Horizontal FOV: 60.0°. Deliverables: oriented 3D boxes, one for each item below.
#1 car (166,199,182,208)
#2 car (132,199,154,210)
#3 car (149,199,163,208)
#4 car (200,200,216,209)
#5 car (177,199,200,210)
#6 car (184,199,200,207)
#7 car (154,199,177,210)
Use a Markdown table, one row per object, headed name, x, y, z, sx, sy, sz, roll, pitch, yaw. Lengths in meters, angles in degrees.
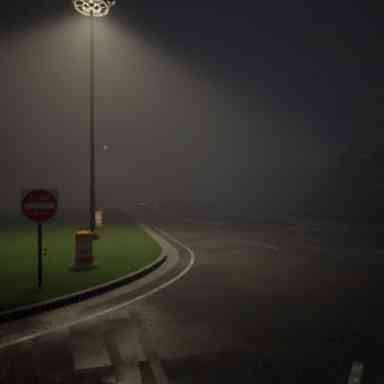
| name | x | y | z | sx | sy | sz | roll | pitch | yaw |
| --- | --- | --- | --- | --- | --- | --- | --- | --- | --- |
| car | -3.410 | 2.166 | 63.048 | 2.033 | 1.411 | 5.357 | 0 | -1 | -14 |
| car | -7.663 | 2.031 | 51.412 | 2.128 | 1.511 | 4.902 | 0 | -1 | -13 |
| car | -6.806 | 2.139 | 62.199 | 1.837 | 1.490 | 4.892 | 0 | -1 | -14 |
| car | 2.471 | 2.021 | 54.183 | 1.812 | 1.442 | 4.674 | 0 | -1 | -13 |
| car | -0.841 | 2.054 | 52.981 | 2.033 | 1.411 | 5.357 | 0 | -1 | -13 |
| car | -0.015 | 2.108 | 63.898 | 1.837 | 1.490 | 4.892 | 0 | -1 | -14 |
| car | -4.238 | 2.014 | 52.141 | 2.128 | 1.511 | 4.902 | 0 | -1 | -14 |
